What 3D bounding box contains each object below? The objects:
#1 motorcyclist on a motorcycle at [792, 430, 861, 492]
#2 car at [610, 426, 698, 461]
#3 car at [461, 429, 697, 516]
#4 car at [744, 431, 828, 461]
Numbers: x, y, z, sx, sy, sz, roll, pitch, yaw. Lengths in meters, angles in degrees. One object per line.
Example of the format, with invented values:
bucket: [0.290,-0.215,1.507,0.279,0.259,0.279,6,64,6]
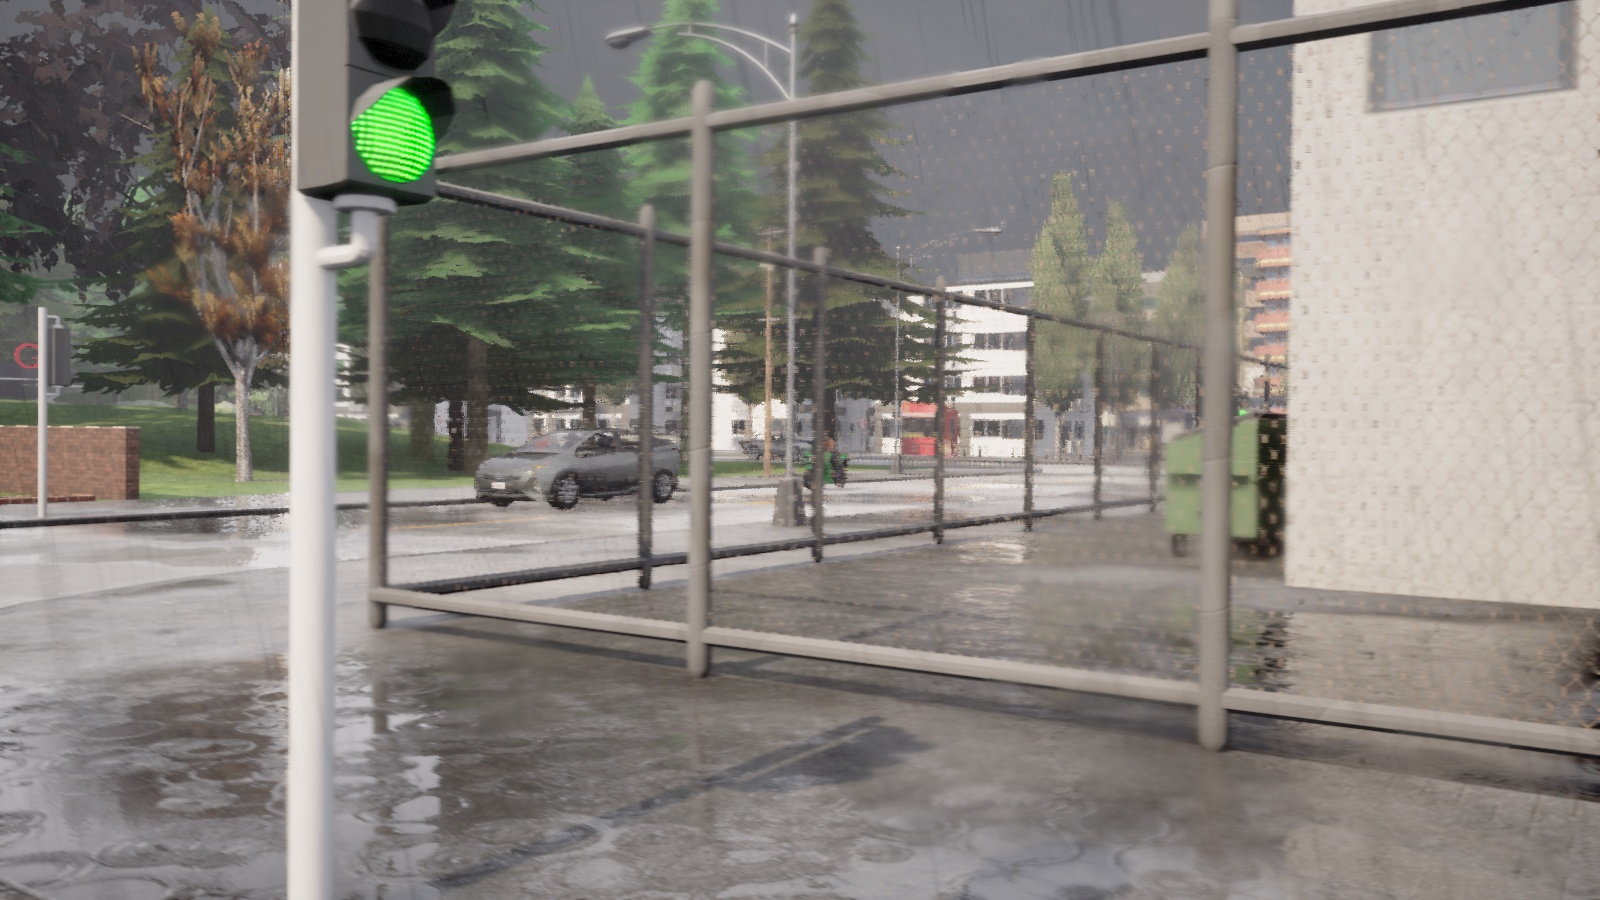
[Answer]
motorcyclist on a motorcycle: [0.693,0.254,31.974,0.797,1.523,2.044,0,1,34]
car: [-8.018,-0.364,68.952,4.605,1.855,1.932,0,1,33]
car: [-4.200,0.363,24.614,2.007,1.525,4.514,0,1,33]
car: [-0.721,-0.208,64.140,3.806,1.475,1.970,0,1,34]
